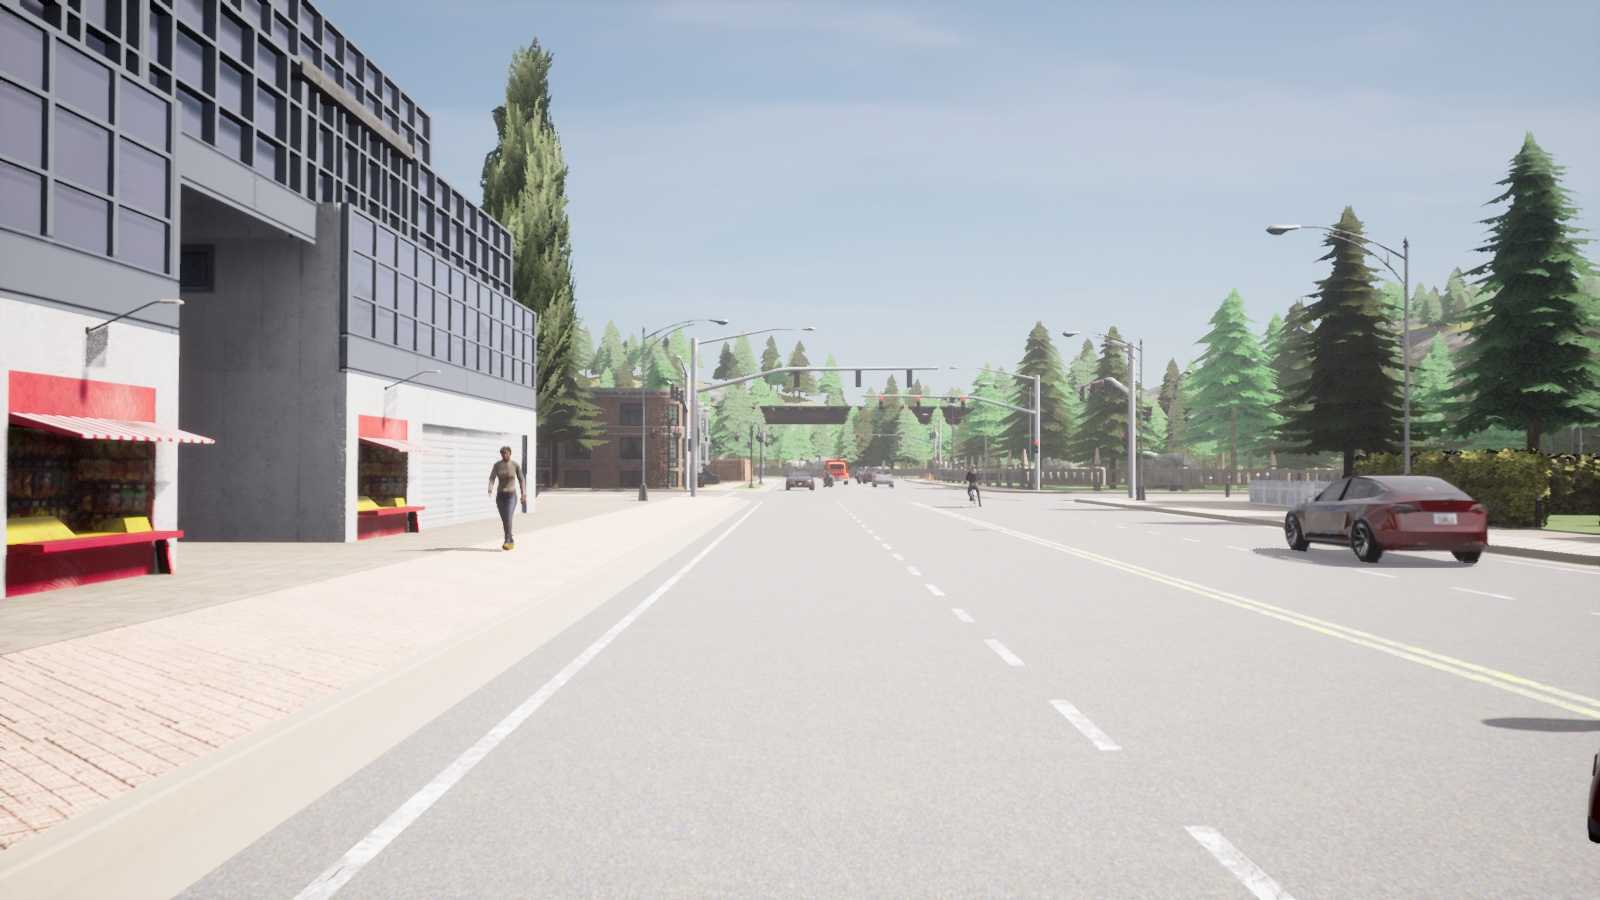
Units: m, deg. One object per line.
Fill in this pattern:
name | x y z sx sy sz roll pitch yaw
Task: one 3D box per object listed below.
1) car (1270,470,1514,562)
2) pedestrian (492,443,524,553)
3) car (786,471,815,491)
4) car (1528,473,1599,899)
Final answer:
car | 10.501 1.106 22.774 2.163 1.488 4.792 0 -1 0
pedestrian | -4.889 0.801 21.060 0.328 1.805 0.869 0 -1 0
car | 0.014 2.196 89.295 1.994 1.385 4.181 0 -1 -1
car | 3.495 0.817 2.609 1.789 1.549 3.705 0 -1 0
